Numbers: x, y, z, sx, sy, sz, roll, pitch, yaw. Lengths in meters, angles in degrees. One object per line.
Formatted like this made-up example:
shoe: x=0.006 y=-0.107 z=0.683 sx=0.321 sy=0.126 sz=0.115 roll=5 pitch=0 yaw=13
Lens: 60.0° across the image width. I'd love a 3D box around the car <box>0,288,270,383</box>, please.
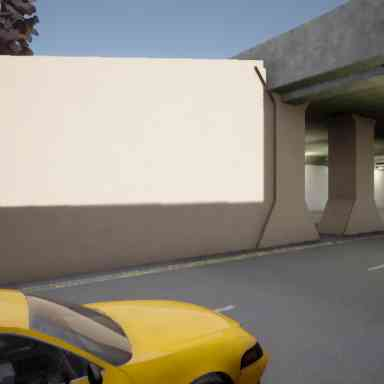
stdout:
car: x=-1.695 y=1.450 z=2.532 sx=5.366 sy=1.575 sz=1.801 roll=0 pitch=0 yaw=-36
